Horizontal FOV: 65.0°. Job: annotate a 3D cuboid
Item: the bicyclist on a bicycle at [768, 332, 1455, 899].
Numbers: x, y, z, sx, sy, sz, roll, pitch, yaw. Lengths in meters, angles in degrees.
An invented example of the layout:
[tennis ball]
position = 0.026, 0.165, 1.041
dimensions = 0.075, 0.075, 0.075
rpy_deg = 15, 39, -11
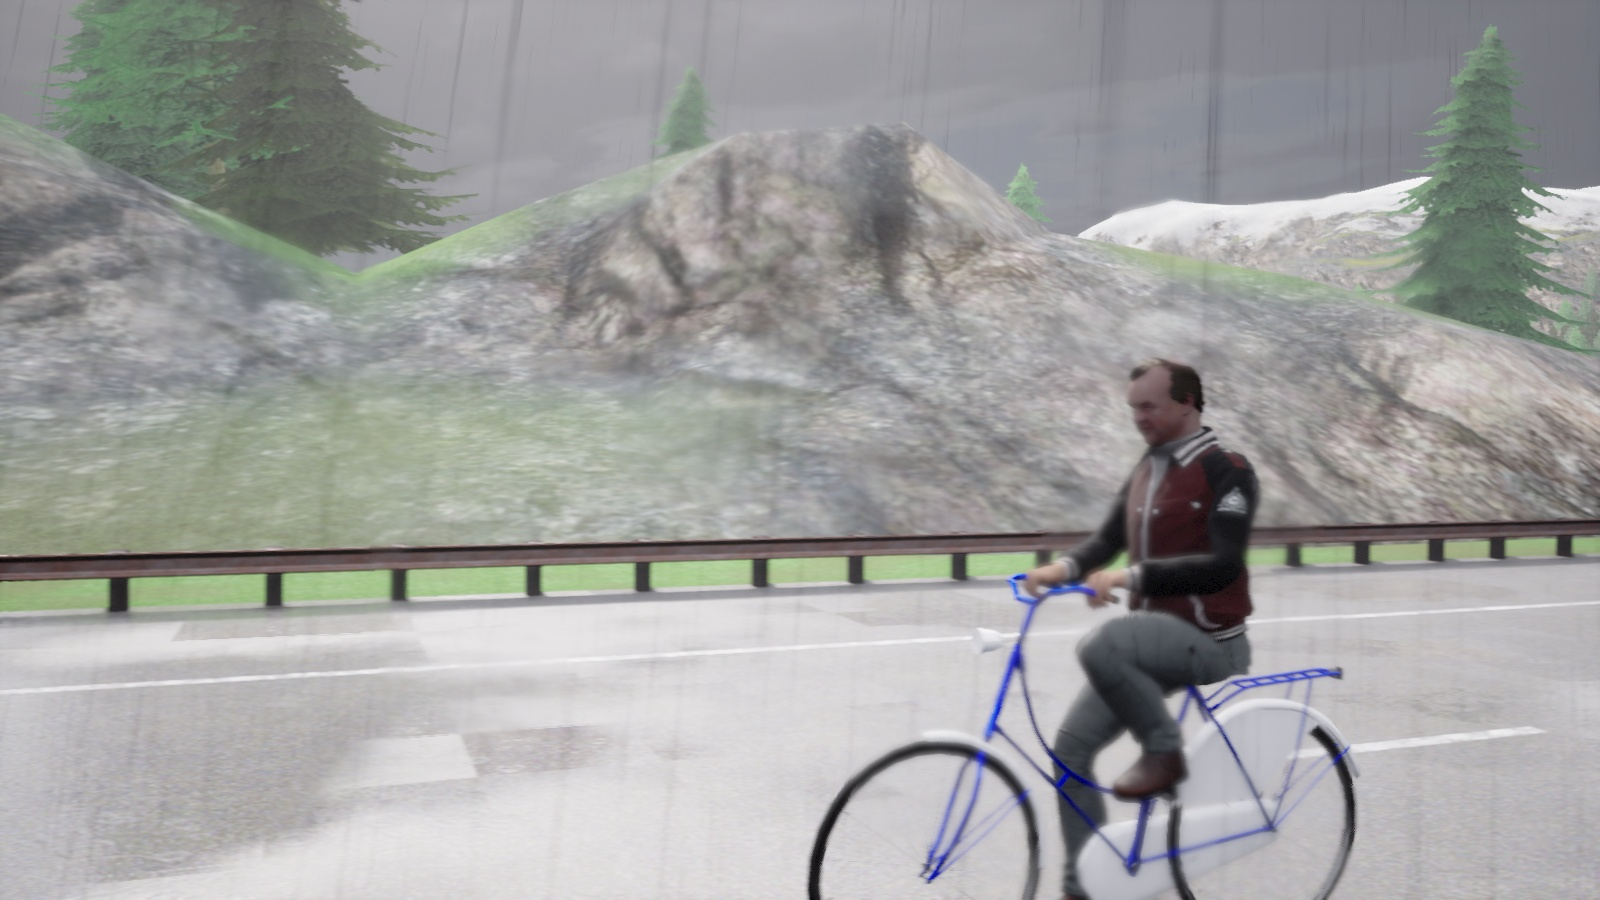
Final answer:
[bicyclist on a bicycle]
position = 0.896, 0.597, 3.578
dimensions = 1.843, 1.776, 0.659
rpy_deg = -1, 1, -21
